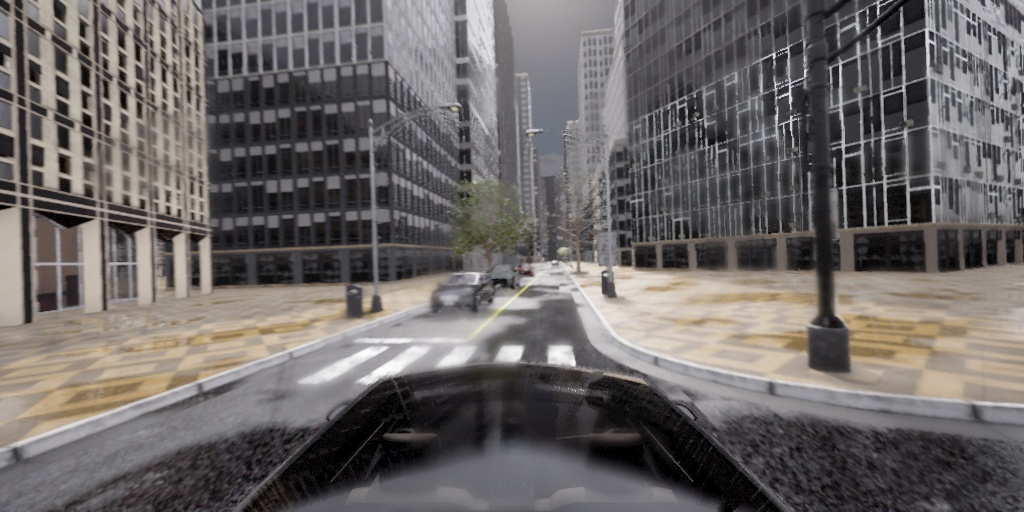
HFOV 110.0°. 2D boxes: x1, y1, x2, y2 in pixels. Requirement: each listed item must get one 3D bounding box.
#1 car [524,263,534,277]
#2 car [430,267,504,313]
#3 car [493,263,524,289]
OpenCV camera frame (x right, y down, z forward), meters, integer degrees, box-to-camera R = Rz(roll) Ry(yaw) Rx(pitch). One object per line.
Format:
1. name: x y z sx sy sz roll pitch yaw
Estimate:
1. car: 1.437 1.593 41.371 1.882 1.535 5.008 -2 -1 8
2. car: -1.947 1.446 15.288 2.128 1.511 4.902 -2 -1 8
3. car: -0.660 1.367 25.357 2.097 1.767 4.553 -2 -1 7
